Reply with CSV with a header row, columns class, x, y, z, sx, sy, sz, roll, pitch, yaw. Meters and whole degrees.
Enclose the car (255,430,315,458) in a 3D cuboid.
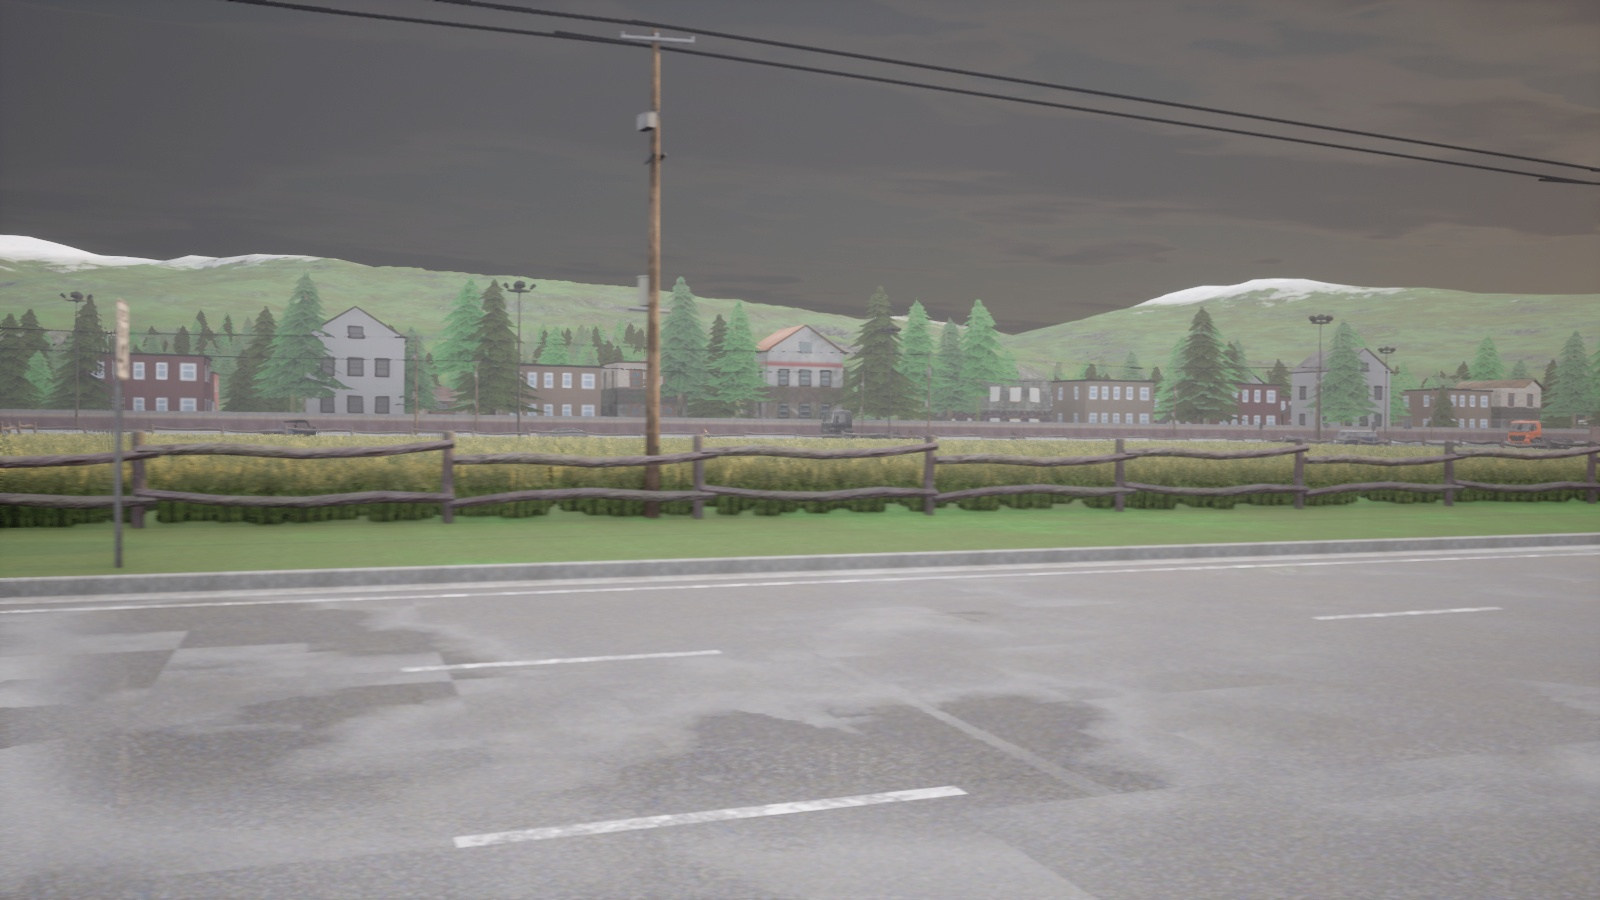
class,x,y,z,sx,sy,sz,roll,pitch,yaw
car,-36.443,-0.458,88.999,3.866,1.878,1.905,-1,1,-21
